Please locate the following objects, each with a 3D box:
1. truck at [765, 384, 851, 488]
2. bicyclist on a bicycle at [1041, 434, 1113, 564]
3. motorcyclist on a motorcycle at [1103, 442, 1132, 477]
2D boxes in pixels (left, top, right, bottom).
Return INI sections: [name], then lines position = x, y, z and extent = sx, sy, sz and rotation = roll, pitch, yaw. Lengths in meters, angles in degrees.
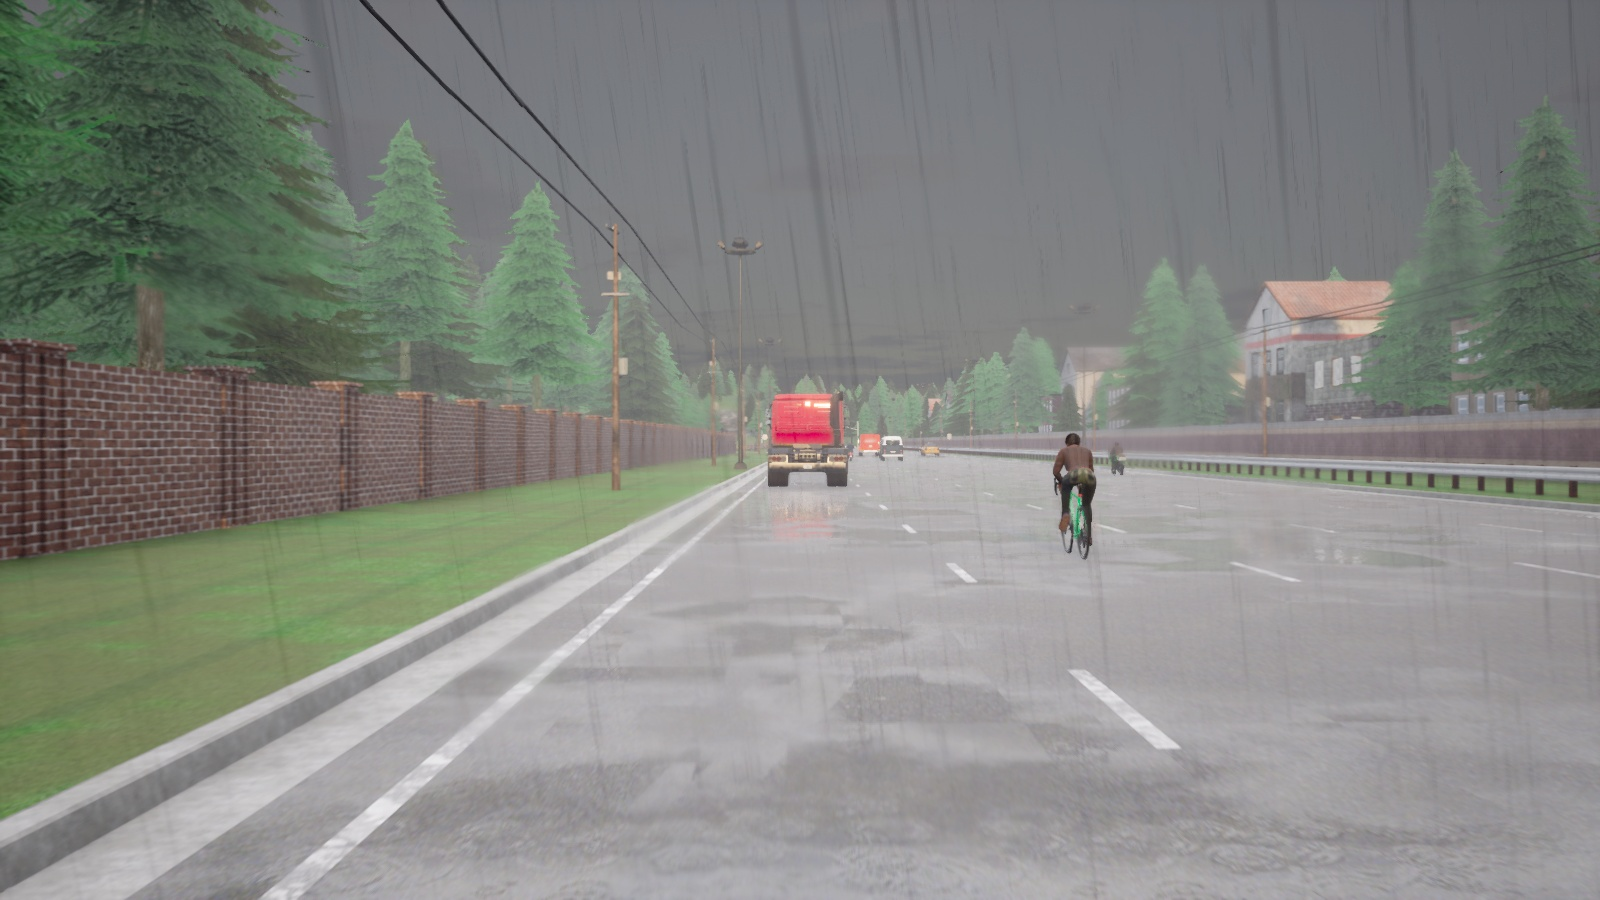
[truck]
position = 0.279, -0.495, 46.102
extent = 2.891, 3.462, 7.936
rotation = 0, 0, 0
[bicyclist on a bicycle]
position = 3.609, 0.609, 16.465
extent = 0.582, 1.620, 1.656
rotation = 0, 0, 0
[motorcyclist on a motorcycle]
position = 14.340, 0.420, 56.740
extent = 0.797, 1.523, 2.044
rotation = 0, 0, 0
